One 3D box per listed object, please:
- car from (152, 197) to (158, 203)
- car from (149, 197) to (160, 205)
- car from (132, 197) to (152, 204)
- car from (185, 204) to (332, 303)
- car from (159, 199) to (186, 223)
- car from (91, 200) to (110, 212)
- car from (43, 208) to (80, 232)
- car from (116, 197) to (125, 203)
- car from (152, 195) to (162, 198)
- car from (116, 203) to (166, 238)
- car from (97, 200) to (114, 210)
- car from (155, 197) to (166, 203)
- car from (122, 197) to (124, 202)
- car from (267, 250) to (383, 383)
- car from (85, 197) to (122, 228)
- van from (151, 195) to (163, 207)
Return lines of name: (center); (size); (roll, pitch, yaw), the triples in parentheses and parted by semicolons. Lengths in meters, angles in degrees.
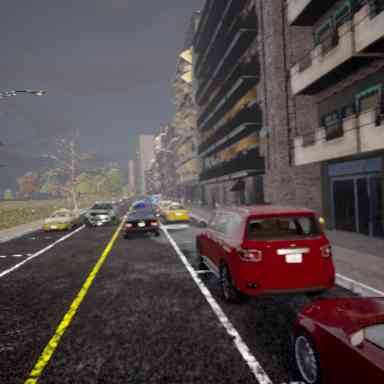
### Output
car: (-2.961, 1.536, 35.988); (2.008, 1.369, 4.403); (-2, 0, -9)
car: (-7.302, 1.637, 63.958); (1.947, 1.339, 4.313); (-2, 0, -9)
car: (-5.810, 1.632, 38.101); (1.812, 1.442, 4.674); (-3, 0, -9)
car: (1.372, 1.217, 8.018); (2.192, 1.841, 5.009); (-2, 0, -9)
car: (-1.252, 1.478, 24.968); (1.752, 1.417, 4.829); (-2, 0, -9)
car: (-12.385, 1.928, 45.380); (2.008, 1.369, 4.403); (-2, 0, -9)
car: (-8.891, 1.835, 22.863); (1.752, 1.417, 4.829); (-2, 0, -9)
car: (-19.322, 2.065, 90.076); (1.887, 1.381, 4.507); (-2, 0, -9)
car: (-3.833, 1.442, 41.582); (1.967, 1.590, 4.097); (-2, 0, -9)
car: (-2.761, 1.596, 18.282); (2.033, 1.411, 5.357); (-3, 0, -8)
car: (-13.252, 1.945, 50.967); (2.008, 1.369, 4.403); (-2, 0, -9)
car: (-2.120, 1.494, 30.563); (1.752, 1.417, 4.829); (-2, 0, -9)
car: (-17.592, 1.924, 78.902); (1.967, 1.590, 4.097); (-2, 0, -9)
car: (2.249, 1.468, 2.425); (1.802, 1.307, 4.206); (-2, 0, -9)
car: (-6.592, 1.549, 24.646); (2.097, 1.767, 4.553); (-3, 0, -9)
van: (-5.573, 1.377, 52.770); (1.690, 1.788, 3.998); (-2, 0, -9)
